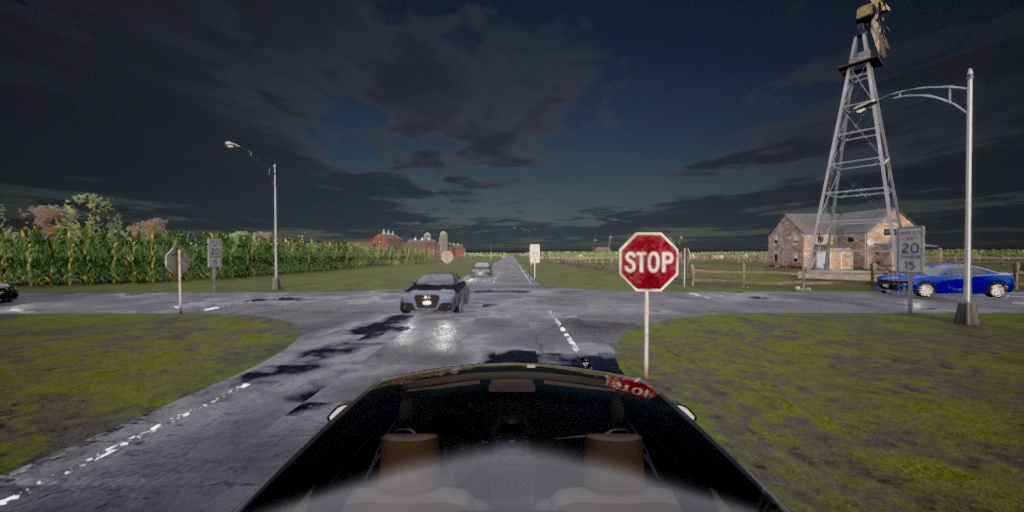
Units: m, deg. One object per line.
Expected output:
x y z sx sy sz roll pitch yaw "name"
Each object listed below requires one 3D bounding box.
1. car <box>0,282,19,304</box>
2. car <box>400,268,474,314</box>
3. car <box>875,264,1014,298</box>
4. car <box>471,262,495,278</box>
-23.524 1.344 14.728 4.892 1.490 1.837 0 1 0 "car"
-2.751 1.313 13.567 1.994 1.385 4.181 0 0 0 "car"
20.250 1.123 16.947 5.008 1.535 1.882 0 1 2 "car"
-2.749 1.256 33.492 1.812 1.442 4.674 0 0 0 "car"
